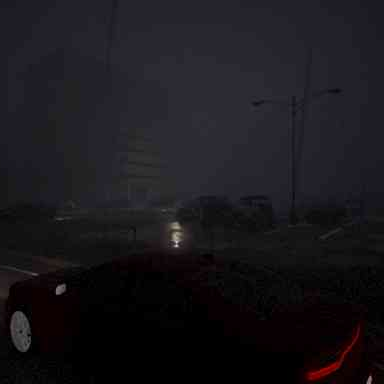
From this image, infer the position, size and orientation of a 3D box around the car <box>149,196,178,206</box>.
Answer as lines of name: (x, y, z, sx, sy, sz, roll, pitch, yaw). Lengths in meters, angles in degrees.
car: (-4.761, 1.491, 56.294, 2.128, 1.511, 4.902, 0, 0, 34)

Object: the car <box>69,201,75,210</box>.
car: (-16.130, 1.526, 39.402, 1.812, 1.442, 4.674, 0, 0, 34)

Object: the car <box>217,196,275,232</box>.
car: (3.356, 1.156, 19.032, 1.905, 1.878, 3.866, 0, 0, 34)

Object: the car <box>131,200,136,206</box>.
car: (-10.469, 1.547, 47.858, 2.033, 1.411, 5.357, 0, 0, 33)

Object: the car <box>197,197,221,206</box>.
car: (2.834, 1.526, 54.748, 1.812, 1.442, 4.674, 0, 0, 34)

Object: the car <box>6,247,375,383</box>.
car: (-0.486, 1.478, 4.335, 5.008, 1.535, 1.882, 0, 0, 35)

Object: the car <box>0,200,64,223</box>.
car: (-12.488, 1.564, 25.609, 1.994, 1.385, 4.181, 0, 0, 34)

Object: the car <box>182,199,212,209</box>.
car: (0.783, 1.601, 45.429, 1.895, 1.301, 4.718, 0, 0, 34)

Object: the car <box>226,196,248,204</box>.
car: (8.581, 1.491, 63.326, 2.128, 1.511, 4.902, 0, 0, 34)

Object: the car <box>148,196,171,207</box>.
car: (-4.662, 1.491, 50.206, 2.128, 1.511, 4.902, 0, 0, 34)

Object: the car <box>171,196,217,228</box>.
car: (0.989, 1.153, 20.698, 1.932, 1.855, 4.605, 0, 0, 34)

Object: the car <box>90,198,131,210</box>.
car: (-10.337, 1.601, 41.775, 1.895, 1.301, 4.718, 0, 0, 34)

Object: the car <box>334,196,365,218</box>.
car: (15.380, 1.395, 31.987, 1.970, 1.475, 3.806, 0, 0, 34)

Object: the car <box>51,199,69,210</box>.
car: (-15.679, 1.547, 33.814, 2.033, 1.411, 5.357, 0, 0, 34)
